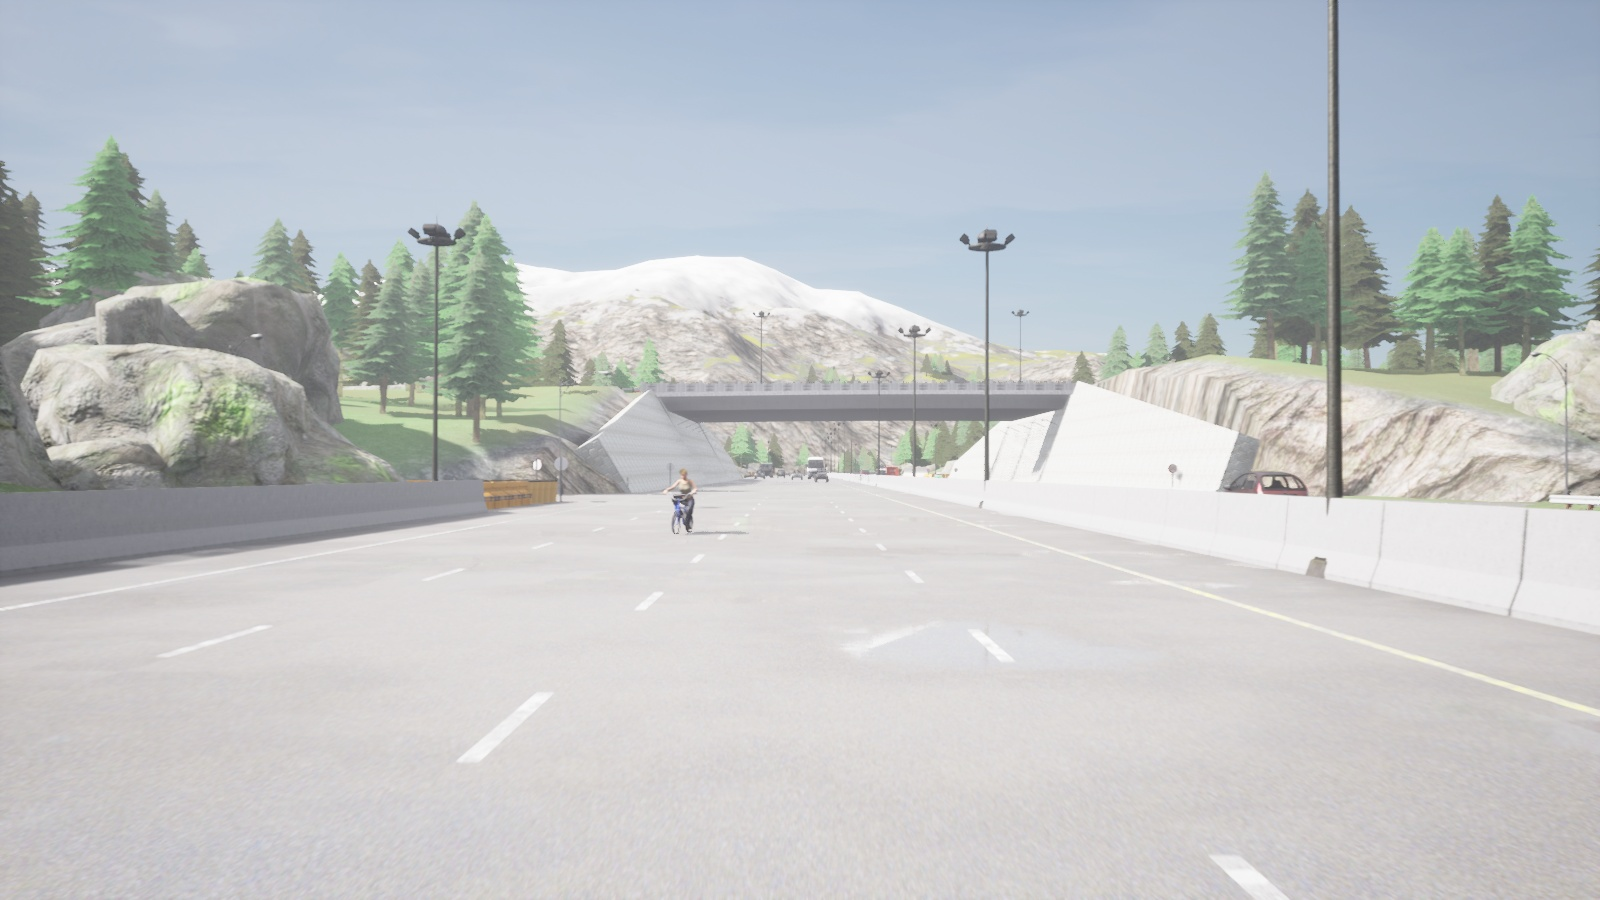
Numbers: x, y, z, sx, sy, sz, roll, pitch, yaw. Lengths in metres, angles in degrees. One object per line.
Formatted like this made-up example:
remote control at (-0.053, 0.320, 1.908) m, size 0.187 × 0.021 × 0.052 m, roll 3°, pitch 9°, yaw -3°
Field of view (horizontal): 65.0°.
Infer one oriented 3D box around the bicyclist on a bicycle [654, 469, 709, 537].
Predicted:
bicyclist on a bicycle at (-2.891, 1.278, 30.778) m, size 0.866 × 1.612 × 1.509 m, roll 0°, pitch -1°, yaw 14°

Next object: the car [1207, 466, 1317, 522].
car at (13.907, 1.294, 38.027) m, size 1.851 × 1.617 × 3.988 m, roll 0°, pitch -1°, yaw 0°
